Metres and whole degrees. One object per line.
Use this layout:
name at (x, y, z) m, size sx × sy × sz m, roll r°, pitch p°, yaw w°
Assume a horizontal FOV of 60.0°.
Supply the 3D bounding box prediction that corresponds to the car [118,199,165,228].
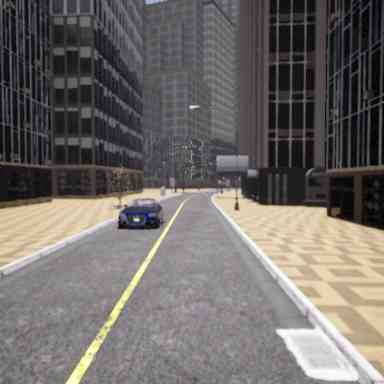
car at (-2.553, 1.047, 17.438) m, size 1.994 × 1.385 × 4.181 m, roll 0°, pitch 2°, yaw 1°
